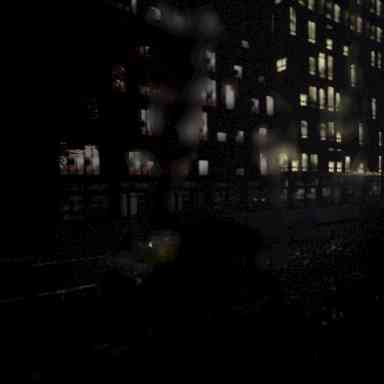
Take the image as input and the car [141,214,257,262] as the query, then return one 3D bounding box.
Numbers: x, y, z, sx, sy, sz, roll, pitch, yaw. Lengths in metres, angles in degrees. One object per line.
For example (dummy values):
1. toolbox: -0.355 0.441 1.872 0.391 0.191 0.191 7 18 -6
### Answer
1. car: 0.322 1.489 11.842 4.181 1.385 1.994 -1 0 -35
